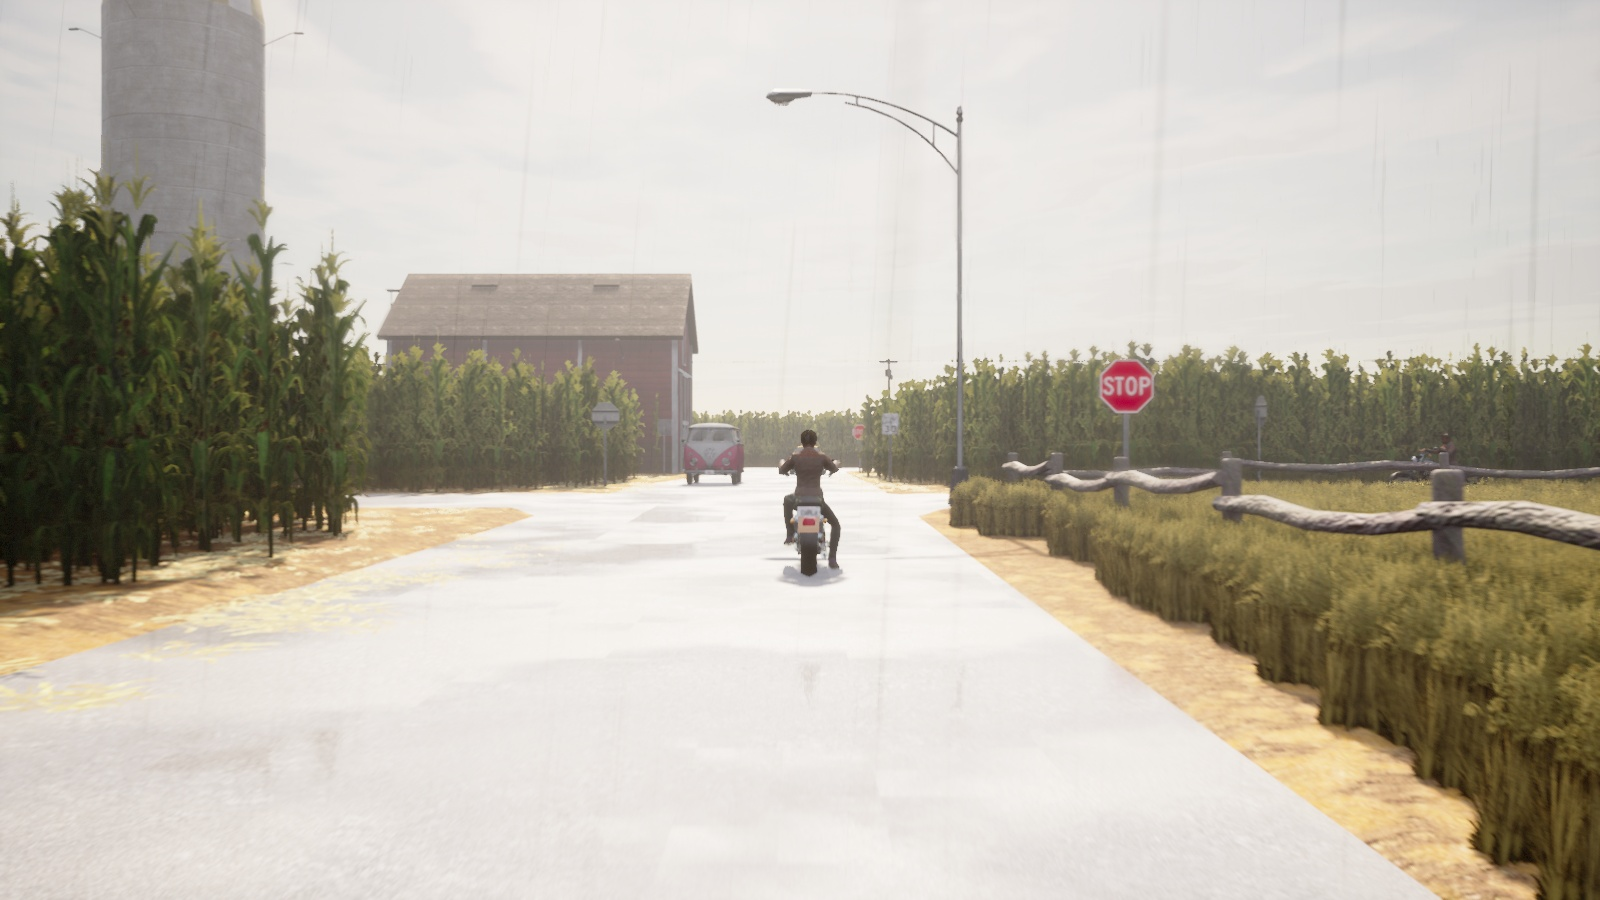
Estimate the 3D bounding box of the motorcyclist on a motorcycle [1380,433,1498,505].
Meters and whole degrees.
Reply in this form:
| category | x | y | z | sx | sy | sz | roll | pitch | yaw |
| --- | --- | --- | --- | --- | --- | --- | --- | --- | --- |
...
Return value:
| category | x | y | z | sx | sy | sz | roll | pitch | yaw |
| --- | --- | --- | --- | --- | --- | --- | --- | --- | --- |
| motorcyclist on a motorcycle | 14.925 | 0.433 | 29.383 | 2.350 | 1.649 | 0.766 | 0 | 0 | 1 |

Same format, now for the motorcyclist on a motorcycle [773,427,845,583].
| category | x | y | z | sx | sy | sz | roll | pitch | yaw |
| --- | --- | --- | --- | --- | --- | --- | --- | --- | --- |
| motorcyclist on a motorcycle | 0.101 | 0.571 | 14.459 | 0.766 | 1.649 | 2.350 | 0 | 0 | 0 |

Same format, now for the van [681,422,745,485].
| category | x | y | z | sx | sy | sz | roll | pitch | yaw |
| --- | --- | --- | --- | --- | --- | --- | --- | --- | --- |
| van | -2.838 | 0.124 | 41.650 | 1.775 | 1.987 | 4.442 | 0 | 0 | 0 |
